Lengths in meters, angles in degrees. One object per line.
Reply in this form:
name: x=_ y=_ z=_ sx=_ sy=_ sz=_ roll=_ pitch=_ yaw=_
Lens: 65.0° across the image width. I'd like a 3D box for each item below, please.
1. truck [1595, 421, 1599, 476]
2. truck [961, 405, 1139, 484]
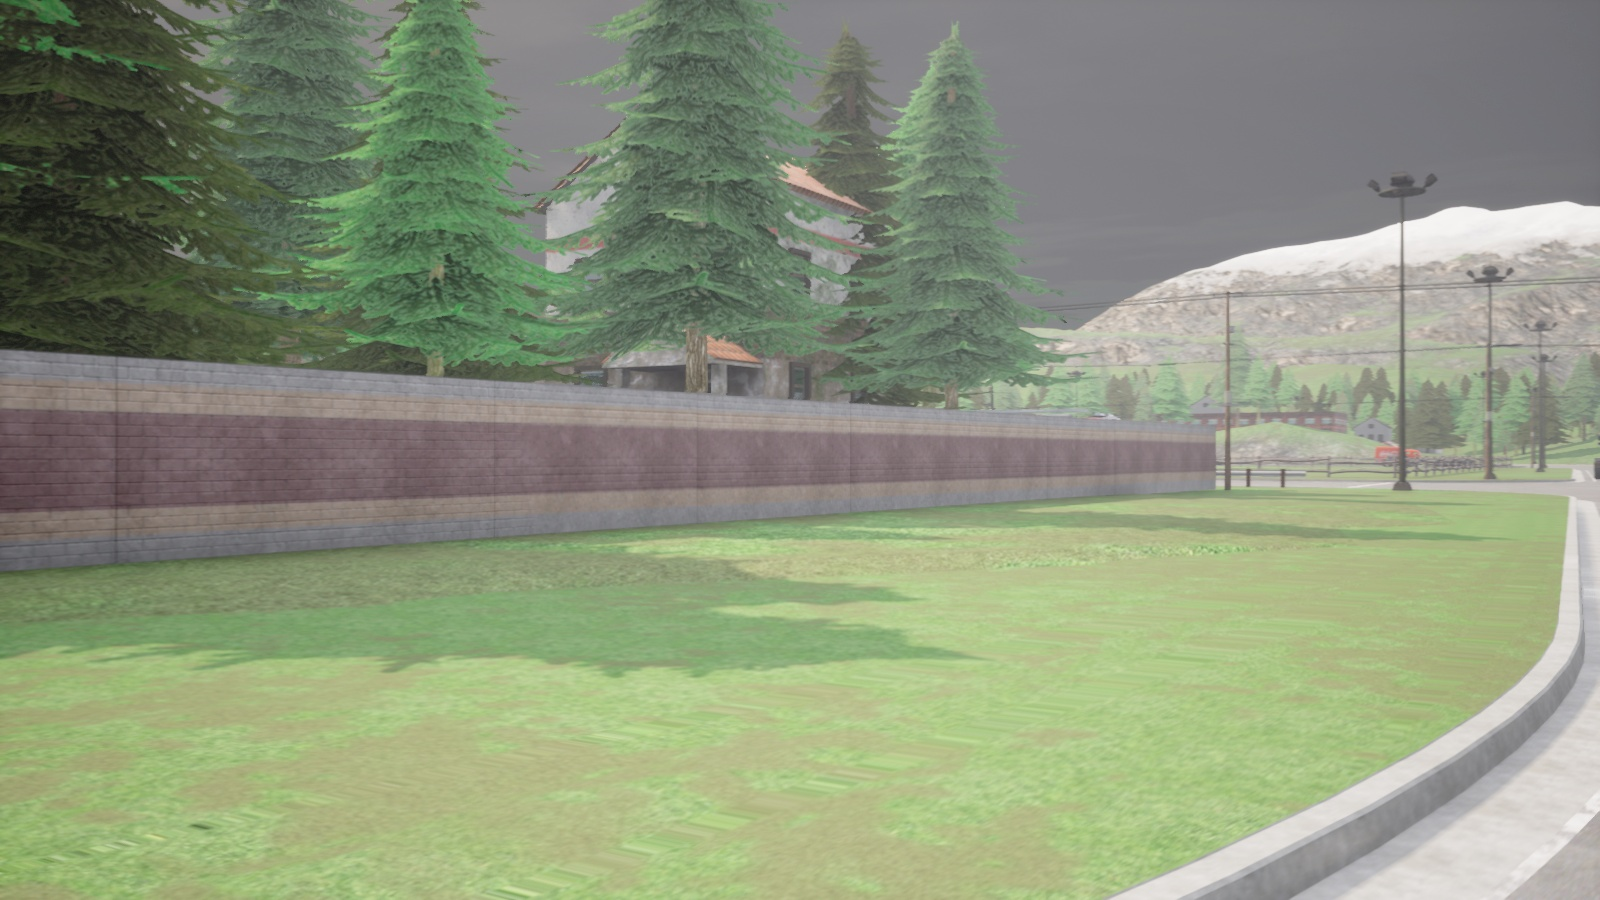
truck: x=53.335 y=-0.107 z=80.946 sx=2.891 sy=3.462 sz=7.936 roll=0 pitch=0 yaw=37
truck: x=12.742 y=-0.232 z=64.407 sx=8.468 sy=3.827 sz=2.891 roll=0 pitch=0 yaw=31
